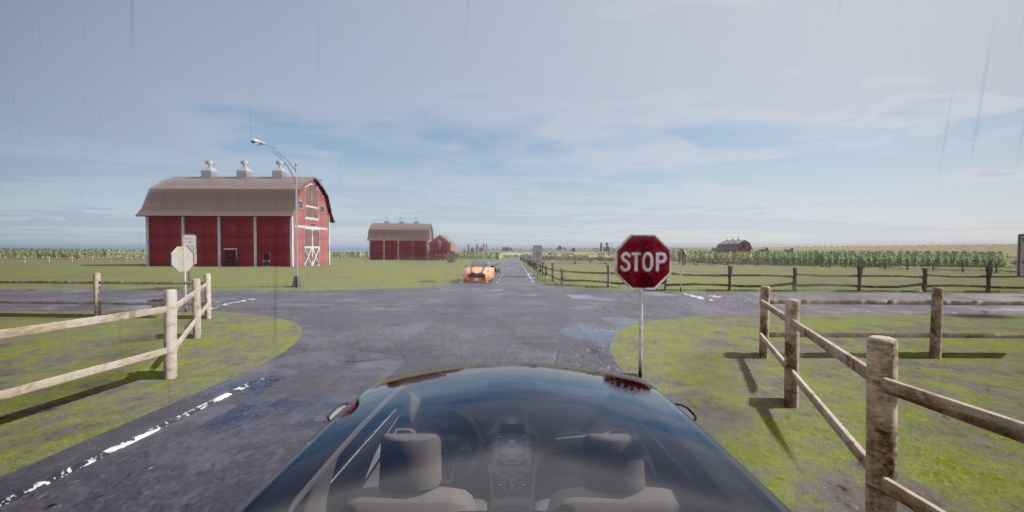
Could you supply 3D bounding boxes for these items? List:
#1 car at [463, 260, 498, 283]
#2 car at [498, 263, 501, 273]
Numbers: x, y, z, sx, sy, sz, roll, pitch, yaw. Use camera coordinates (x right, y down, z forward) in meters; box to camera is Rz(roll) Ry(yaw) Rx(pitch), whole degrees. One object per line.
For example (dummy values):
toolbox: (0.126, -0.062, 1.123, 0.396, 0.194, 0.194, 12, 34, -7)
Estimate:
car: (-2.471, 1.094, 27.547, 2.097, 1.767, 4.553, 0, 0, 1)
car: (-2.310, 1.314, 42.156, 1.994, 1.385, 4.181, 0, 0, 1)
